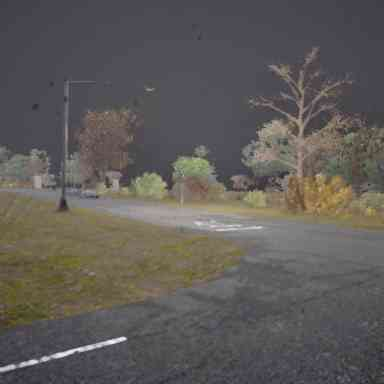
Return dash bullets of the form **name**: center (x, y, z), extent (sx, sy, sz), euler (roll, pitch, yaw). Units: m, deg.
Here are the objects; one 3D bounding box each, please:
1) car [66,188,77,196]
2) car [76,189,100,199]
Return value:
- **car**: center (-20.749, -0.030, 57.353), extent (2.033, 1.411, 5.357), euler (1, 1, -35)
- **car**: center (-15.271, 0.254, 49.477), extent (1.994, 1.385, 4.181), euler (1, 1, -35)
